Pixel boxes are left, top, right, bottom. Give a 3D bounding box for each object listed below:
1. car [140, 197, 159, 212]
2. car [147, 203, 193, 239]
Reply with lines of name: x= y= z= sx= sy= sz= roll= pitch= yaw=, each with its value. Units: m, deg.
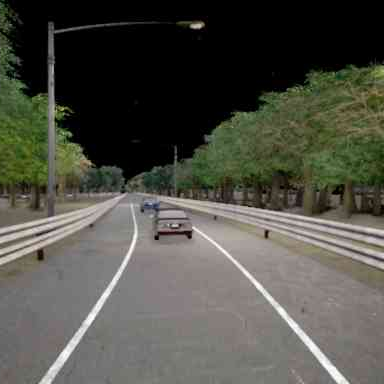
car: x=-4.809 y=1.323 z=37.756 sx=2.097 sy=1.767 sz=4.553 roll=0 pitch=0 yaw=-11
car: x=-1.125 y=1.538 z=17.283 sx=2.033 sy=1.411 sz=5.357 roll=0 pitch=0 yaw=-8
